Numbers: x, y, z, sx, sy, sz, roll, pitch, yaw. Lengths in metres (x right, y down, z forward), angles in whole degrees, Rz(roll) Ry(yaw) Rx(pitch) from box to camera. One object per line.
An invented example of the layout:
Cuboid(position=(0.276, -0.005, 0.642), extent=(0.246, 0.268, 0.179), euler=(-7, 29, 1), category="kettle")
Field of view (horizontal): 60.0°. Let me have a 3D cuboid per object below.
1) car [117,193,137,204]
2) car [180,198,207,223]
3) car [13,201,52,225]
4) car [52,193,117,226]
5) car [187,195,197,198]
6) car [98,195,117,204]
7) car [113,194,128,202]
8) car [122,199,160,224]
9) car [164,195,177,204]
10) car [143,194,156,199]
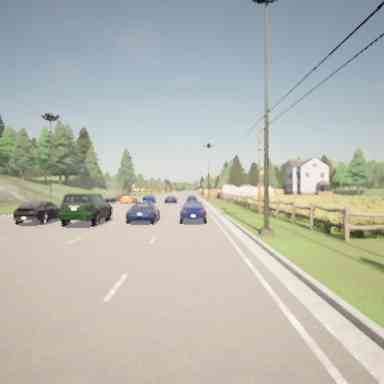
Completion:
Cuboid(position=(-10.510, 1.005, 55.412), extent=(2.097, 1.767, 4.553), euler=(0, 0, 0), category="car")
Cuboid(position=(0.084, 1.375, 23.995), extent=(1.812, 1.442, 4.674), euler=(0, 0, 0), category="car")
Cuboid(position=(-10.403, 1.360, 23.006), extent=(1.837, 1.490, 4.892), euler=(0, 0, 0), category="car")
Cuboid(position=(-6.904, 1.082, 22.121), extent=(2.150, 2.045, 5.566), euler=(0, 0, 0), category="car")
Cuboid(position=(-0.009, 1.179, 55.444), extent=(1.812, 1.442, 4.674), euler=(0, 0, 0), category="car")
Cuboid(position=(-14.009, 1.254, 55.502), extent=(1.895, 1.301, 4.718), euler=(0, 0, 0), category="car")
Cuboid(position=(-14.011, 1.164, 65.475), extent=(1.994, 1.385, 4.181), euler=(0, 0, 0), category="car")
Cuboid(position=(-3.405, 1.416, 23.643), extent=(1.994, 1.385, 4.181), euler=(0, 0, 0), category="car")
Cuboid(position=(-3.509, 1.218, 55.418), extent=(1.994, 1.385, 4.181), euler=(0, 0, 0), category="car")
Cuboid(position=(-7.009, 1.134, 55.026), extent=(1.882, 1.535, 5.008), euler=(0, 0, 0), category="car")
